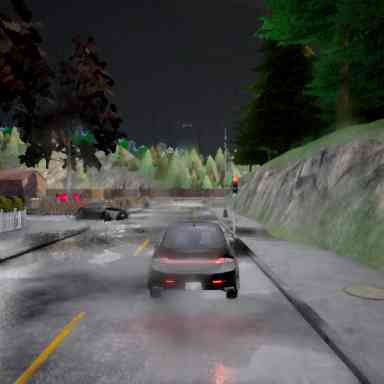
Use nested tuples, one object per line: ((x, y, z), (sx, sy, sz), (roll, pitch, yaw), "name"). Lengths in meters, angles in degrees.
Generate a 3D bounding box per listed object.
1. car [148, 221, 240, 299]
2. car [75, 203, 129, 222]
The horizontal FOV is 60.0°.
((0.054, 1.491, 8.458), (2.128, 1.511, 4.902), (0, 0, 1), "car")
((-6.967, 1.563, 25.787), (4.181, 1.385, 1.994), (0, 0, 25), "car")
